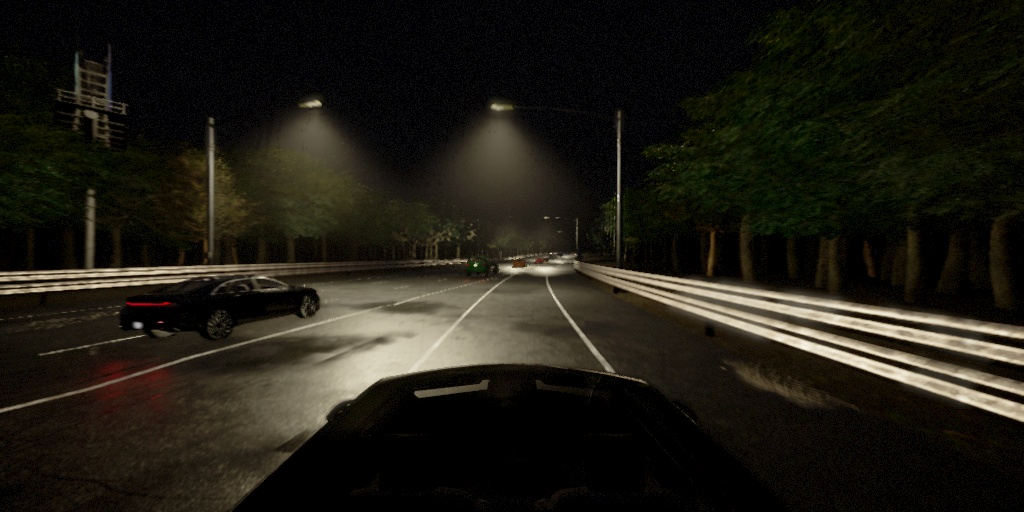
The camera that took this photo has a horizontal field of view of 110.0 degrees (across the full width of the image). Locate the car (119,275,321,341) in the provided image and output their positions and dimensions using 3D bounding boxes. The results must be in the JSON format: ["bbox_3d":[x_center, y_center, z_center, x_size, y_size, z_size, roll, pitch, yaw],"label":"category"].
[{"bbox_3d":[-7.596,1.266,10.072,2.128,1.511,4.902,-1,0,10],"label":"car"}]

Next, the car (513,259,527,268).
[{"bbox_3d":[1.386,1.218,59.286,1.882,1.535,5.008,0,0,10],"label":"car"}]

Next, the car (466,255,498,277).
[{"bbox_3d":[-2.918,0.970,35.668,2.150,2.045,5.566,0,0,10],"label":"car"}]
